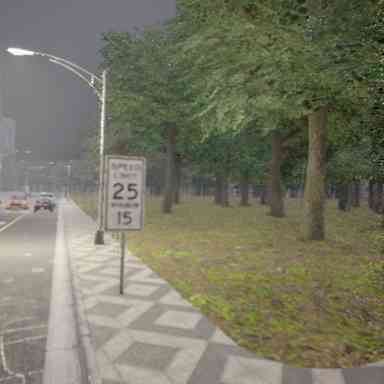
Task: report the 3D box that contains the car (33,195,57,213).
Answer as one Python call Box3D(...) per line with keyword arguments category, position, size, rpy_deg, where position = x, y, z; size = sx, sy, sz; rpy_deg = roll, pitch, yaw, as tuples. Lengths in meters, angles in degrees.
Box3D(category="car", position=(-16.474, 1.461, 37.069), size=(1.837, 1.490, 4.892), rpy_deg=(2, 0, -20))

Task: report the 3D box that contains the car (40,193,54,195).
Box3D(category="car", position=(-20.317, 1.112, 46.685), size=(2.150, 2.045, 5.566), rpy_deg=(2, 0, -22))

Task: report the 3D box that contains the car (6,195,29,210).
Box3D(category="car", position=(-20.957, 1.184, 40.157), size=(2.097, 1.767, 4.553), rpy_deg=(2, 0, -22))
